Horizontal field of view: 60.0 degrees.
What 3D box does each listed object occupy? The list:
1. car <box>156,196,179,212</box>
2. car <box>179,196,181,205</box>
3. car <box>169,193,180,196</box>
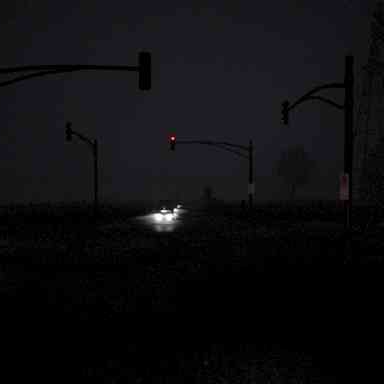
[{"bbox_3d":[-2.970,1.482,37.690,2.128,1.511,4.902,0,0,-1],"label":"car"},{"bbox_3d":[-3.024,1.590,47.506,1.895,1.301,4.718,0,0,0],"label":"car"},{"bbox_3d":[-3.074,1.212,58.498,2.150,2.045,5.566,0,0,0],"label":"car"}]
